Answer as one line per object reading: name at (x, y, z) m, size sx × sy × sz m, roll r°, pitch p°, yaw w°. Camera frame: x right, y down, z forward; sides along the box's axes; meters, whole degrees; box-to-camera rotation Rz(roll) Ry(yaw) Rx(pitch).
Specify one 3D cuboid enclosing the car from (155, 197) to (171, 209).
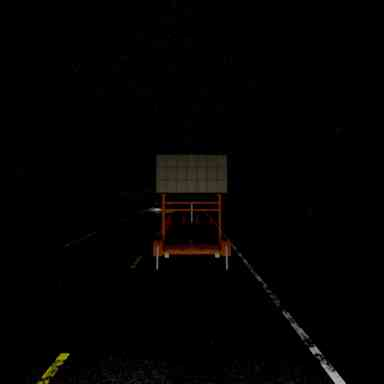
car at (-3.998, 1.477, 46.265) m, size 1.882 × 1.535 × 5.008 m, roll 0°, pitch 0°, yaw -1°

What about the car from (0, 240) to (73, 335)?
car at (-3.611, 1.546, 5.311) m, size 2.033 × 1.411 × 5.357 m, roll 0°, pitch 0°, yaw 0°

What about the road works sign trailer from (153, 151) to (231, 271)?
road works sign trailer at (-0.009, 0.463, 10.937) m, size 2.380 × 3.560 × 2.880 m, roll 0°, pitch 0°, yaw -1°
